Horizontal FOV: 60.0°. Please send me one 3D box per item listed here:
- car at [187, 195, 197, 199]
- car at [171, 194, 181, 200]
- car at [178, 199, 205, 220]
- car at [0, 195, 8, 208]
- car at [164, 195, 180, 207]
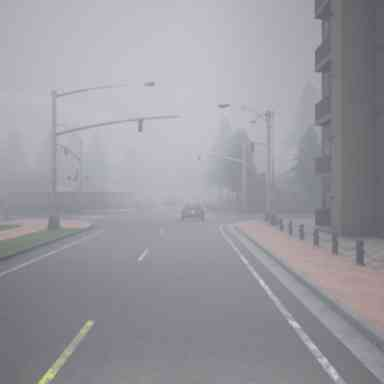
[{"bbox_3d":[-0.001,1.366,71.675,2.097,1.767,4.553,0,0,0],"label":"car"},{"bbox_3d":[-3.501,1.353,70.498,2.150,2.045,5.566,0,0,0],"label":"car"},{"bbox_3d":[0.076,1.621,28.901,1.994,1.385,4.181,0,0,0],"label":"car"},{"bbox_3d":[-25.020,1.246,41.545,1.932,1.855,4.605,0,0,-1],"label":"car"},{"bbox_3d":[-3.555,1.662,54.879,2.033,1.411,5.357,0,0,1],"label":"car"}]
